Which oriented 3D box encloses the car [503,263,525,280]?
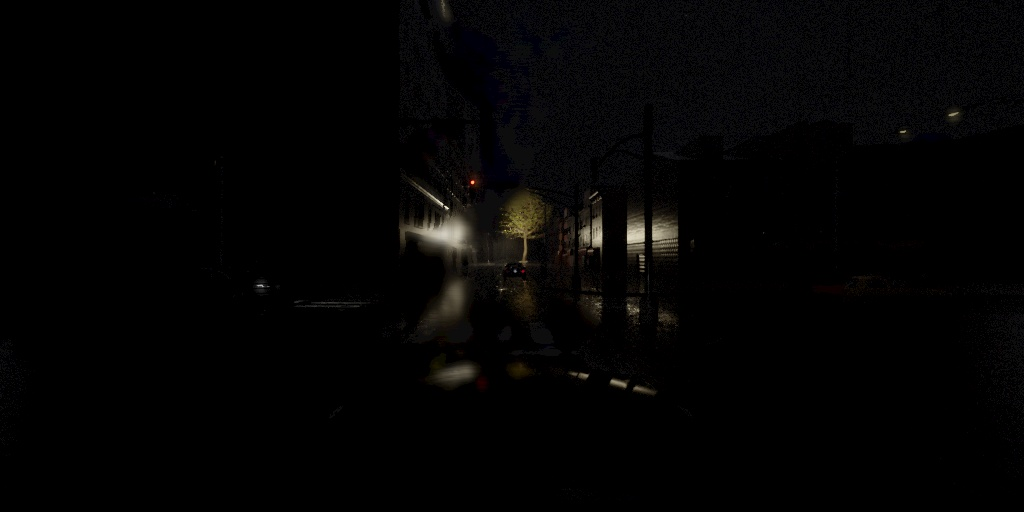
[{"bbox_3d":[0.203,1.282,31.484,2.033,1.411,5.357,0,0,-1],"label":"car"}]

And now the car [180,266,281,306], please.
[{"bbox_3d":[-11.774,1.175,14.555,4.902,1.511,2.128,0,0,0],"label":"car"}]

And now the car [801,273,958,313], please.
[{"bbox_3d":[13.903,1.346,13.670,4.829,1.417,1.751,0,0,0],"label":"car"}]
